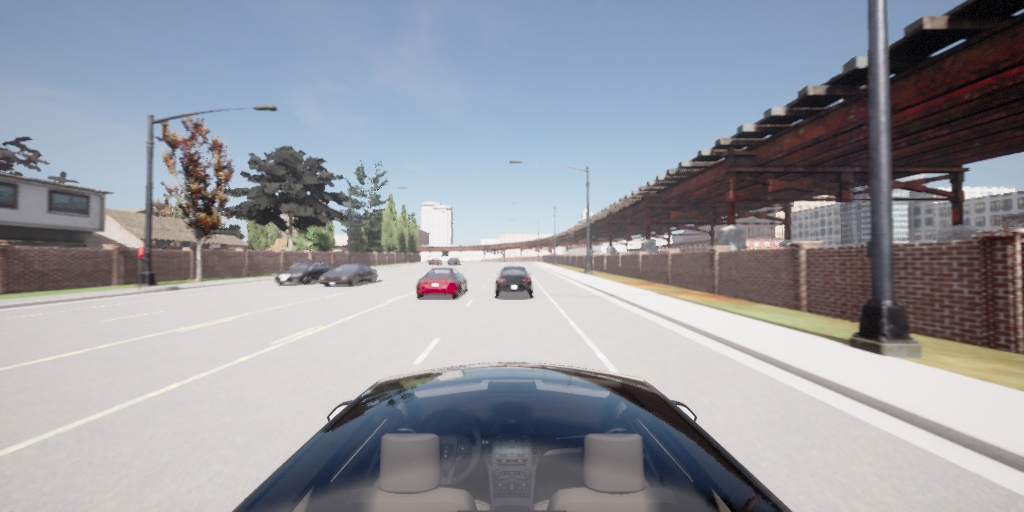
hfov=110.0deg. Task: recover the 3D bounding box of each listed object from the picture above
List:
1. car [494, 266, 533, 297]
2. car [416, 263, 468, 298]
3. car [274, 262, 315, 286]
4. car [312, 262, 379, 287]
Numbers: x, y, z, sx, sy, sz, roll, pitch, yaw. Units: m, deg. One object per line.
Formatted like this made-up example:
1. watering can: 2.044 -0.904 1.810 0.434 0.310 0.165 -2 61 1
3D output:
1. car: 0.086 1.211 18.247 1.812 1.442 4.674 0 0 0
2. car: -3.400 1.250 17.968 1.994 1.385 4.181 0 0 0
3. car: -14.089 1.151 24.627 2.128 1.511 4.902 0 0 0
4. car: -10.593 1.211 23.780 2.033 1.411 5.357 0 0 0
